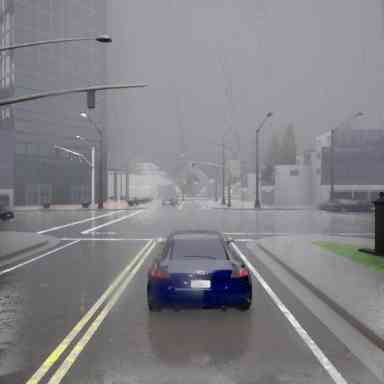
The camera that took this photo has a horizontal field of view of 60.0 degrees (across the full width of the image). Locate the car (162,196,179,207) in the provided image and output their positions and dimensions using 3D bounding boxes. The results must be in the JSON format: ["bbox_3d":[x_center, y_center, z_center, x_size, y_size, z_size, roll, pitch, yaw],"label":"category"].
[{"bbox_3d":[-3.565,1.491,51.251,2.128,1.511,4.902,0,0,0],"label":"car"}]

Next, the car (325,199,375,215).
[{"bbox_3d":[16.414,1.577,33.646,4.718,1.301,1.895,0,0,0],"label":"car"}]

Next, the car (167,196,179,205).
[{"bbox_3d":[-3.515,1.505,61.651,1.837,1.490,4.892,0,0,1],"label":"car"}]

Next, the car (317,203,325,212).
[{"bbox_3d":[16.428,1.497,37.134,4.674,1.442,1.812,0,0,0],"label":"car"}]

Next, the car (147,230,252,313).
[{"bbox_3d":[0.091,1.564,7.774,1.994,1.385,4.181,0,0,-2],"label":"car"}]

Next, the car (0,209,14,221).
[{"bbox_3d":[-16.385,1.672,26.190,4.181,1.385,1.994,-1,0,0],"label":"car"}]
